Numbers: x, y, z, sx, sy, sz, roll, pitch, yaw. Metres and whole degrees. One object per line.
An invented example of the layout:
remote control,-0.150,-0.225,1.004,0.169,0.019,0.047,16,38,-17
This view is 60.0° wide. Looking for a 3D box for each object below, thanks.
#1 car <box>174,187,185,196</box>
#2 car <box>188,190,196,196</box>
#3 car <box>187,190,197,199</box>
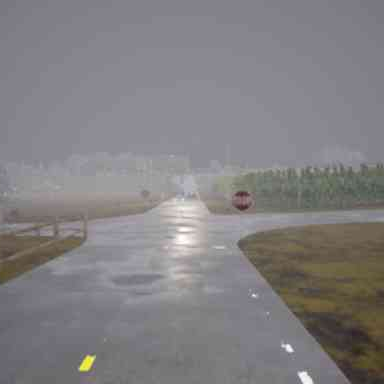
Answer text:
car,-2.769,-0.126,74.133,2.150,2.045,5.566,0,2,0
car,-0.020,0.248,80.037,1.895,1.301,4.718,0,2,0
car,-0.018,0.679,70.015,1.812,1.442,4.674,0,2,0
